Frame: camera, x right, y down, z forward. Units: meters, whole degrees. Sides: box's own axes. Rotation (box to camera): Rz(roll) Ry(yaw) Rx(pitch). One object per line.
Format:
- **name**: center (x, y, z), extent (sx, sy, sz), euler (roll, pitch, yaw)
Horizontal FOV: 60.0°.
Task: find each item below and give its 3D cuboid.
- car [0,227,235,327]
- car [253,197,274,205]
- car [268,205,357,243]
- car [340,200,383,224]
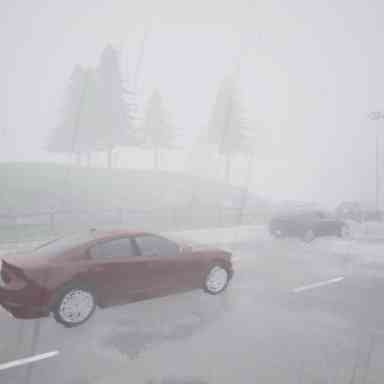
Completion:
- **car**: center (-1.289, 1.495, 7.122), extent (5.008, 1.535, 1.882), euler (0, 0, -35)
- **car**: center (12.593, 1.609, 58.578), extent (2.097, 1.767, 4.553), euler (1, 0, -15)
- **car**: center (5.919, 1.590, 16.571), extent (4.892, 1.490, 1.837), euler (0, 0, -36)
- **car**: center (13.210, 1.502, 26.127), extent (4.553, 1.767, 2.097), euler (0, 0, -36)
